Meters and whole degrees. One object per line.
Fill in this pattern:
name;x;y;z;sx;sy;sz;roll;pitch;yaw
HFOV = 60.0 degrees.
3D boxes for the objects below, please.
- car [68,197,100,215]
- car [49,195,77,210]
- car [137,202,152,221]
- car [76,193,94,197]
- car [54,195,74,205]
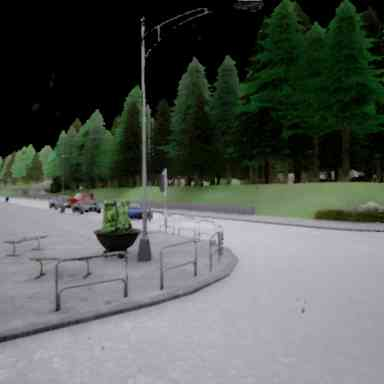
car;-10.572;1.473;33.339;1.994;1.385;4.181;-1;0;-35
car;-16.565;1.401;41.789;2.128;1.511;4.902;-1;0;-35
car;-4.787;1.387;25.209;1.882;1.535;5.008;-1;0;-35
car;-15.590;1.095;47.516;2.150;2.045;5.566;-1;0;-35
car;-21.584;1.352;55.859;1.882;1.535;5.008;-1;0;-35
